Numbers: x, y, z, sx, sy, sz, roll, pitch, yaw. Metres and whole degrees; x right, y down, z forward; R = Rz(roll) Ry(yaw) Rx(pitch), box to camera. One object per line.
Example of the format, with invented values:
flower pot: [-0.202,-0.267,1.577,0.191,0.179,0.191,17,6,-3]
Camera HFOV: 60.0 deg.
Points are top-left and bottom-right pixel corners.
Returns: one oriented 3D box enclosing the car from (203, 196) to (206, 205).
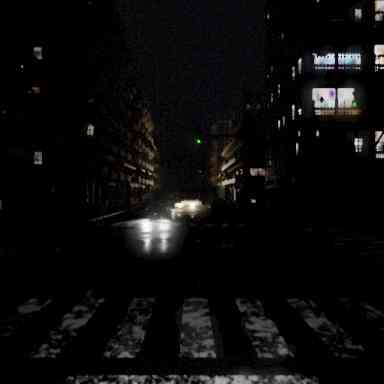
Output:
car: [2.659,1.520,38.747,2.008,1.369,4.403,0,0,0]

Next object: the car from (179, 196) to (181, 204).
car: [-3.058,1.470,64.761,1.837,1.490,4.892,0,0,0]

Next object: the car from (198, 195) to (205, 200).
car: [2.614,1.493,94.089,1.887,1.381,4.507,0,0,0]

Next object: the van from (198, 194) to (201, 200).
van: [2.637,1.296,66.418,1.690,1.788,3.998,0,0,0]

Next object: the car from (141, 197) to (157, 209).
car: [-5.726,1.517,44.275,2.008,1.369,4.403,0,0,0]

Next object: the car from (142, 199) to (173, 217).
car: [-3.125,1.576,30.594,1.895,1.301,4.718,0,0,0]

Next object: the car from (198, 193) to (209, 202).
car: [2.628,1.267,77.486,2.192,1.841,5.009,0,0,0]

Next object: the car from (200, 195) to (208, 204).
car: [2.646,1.541,55.350,1.802,1.307,4.206,0,0,0]

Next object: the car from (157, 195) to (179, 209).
car: [-3.132,1.471,43.624,1.837,1.490,4.892,0,0,0]

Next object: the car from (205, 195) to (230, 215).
car: [2.664,1.414,33.213,1.967,1.590,4.097,0,0,0]

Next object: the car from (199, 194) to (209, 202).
car: [2.641,1.539,60.884,1.802,1.307,4.206,0,0,0]

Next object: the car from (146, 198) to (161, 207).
car: [-5.730,1.544,49.809,1.802,1.307,4.206,0,0,0]

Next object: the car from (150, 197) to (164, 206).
car: [-5.735,1.525,55.344,1.947,1.339,4.313,0,0,0]

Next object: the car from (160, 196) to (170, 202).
car: [-5.748,1.498,71.946,1.887,1.381,4.507,0,0,0]
